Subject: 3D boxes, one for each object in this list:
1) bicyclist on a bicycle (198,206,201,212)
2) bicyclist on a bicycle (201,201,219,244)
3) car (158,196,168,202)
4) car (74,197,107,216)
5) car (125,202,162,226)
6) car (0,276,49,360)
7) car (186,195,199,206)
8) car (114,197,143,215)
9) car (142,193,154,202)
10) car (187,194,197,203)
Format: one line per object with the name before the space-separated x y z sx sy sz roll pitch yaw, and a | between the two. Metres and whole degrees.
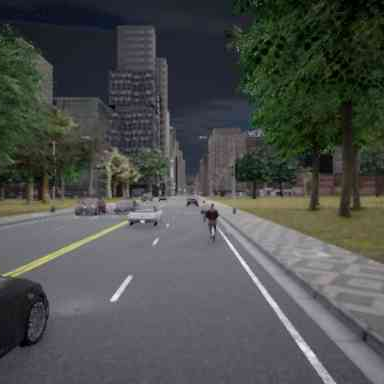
bicyclist on a bicycle | 0.884 1.421 24.034 0.866 1.612 1.509 0 0 0
bicyclist on a bicycle | 0.888 1.358 14.608 0.659 1.776 1.843 0 0 0
car | -6.532 1.597 75.305 1.895 1.301 4.718 0 0 0
car | -9.857 1.339 32.618 2.097 1.767 4.553 0 0 0
car | -3.160 1.585 23.443 1.895 1.301 4.718 0 0 0
car | -3.165 1.522 3.342 1.812 1.442 4.674 0 0 0
car | 0.077 1.522 55.679 1.837 1.490 4.892 0 0 0
car | -6.607 1.493 33.938 1.837 1.490 4.892 0 0 0
car | -9.781 1.241 73.507 2.150 2.045 5.566 0 0 0
car | -0.031 1.404 73.561 2.097 1.767 4.553 0 0 0
